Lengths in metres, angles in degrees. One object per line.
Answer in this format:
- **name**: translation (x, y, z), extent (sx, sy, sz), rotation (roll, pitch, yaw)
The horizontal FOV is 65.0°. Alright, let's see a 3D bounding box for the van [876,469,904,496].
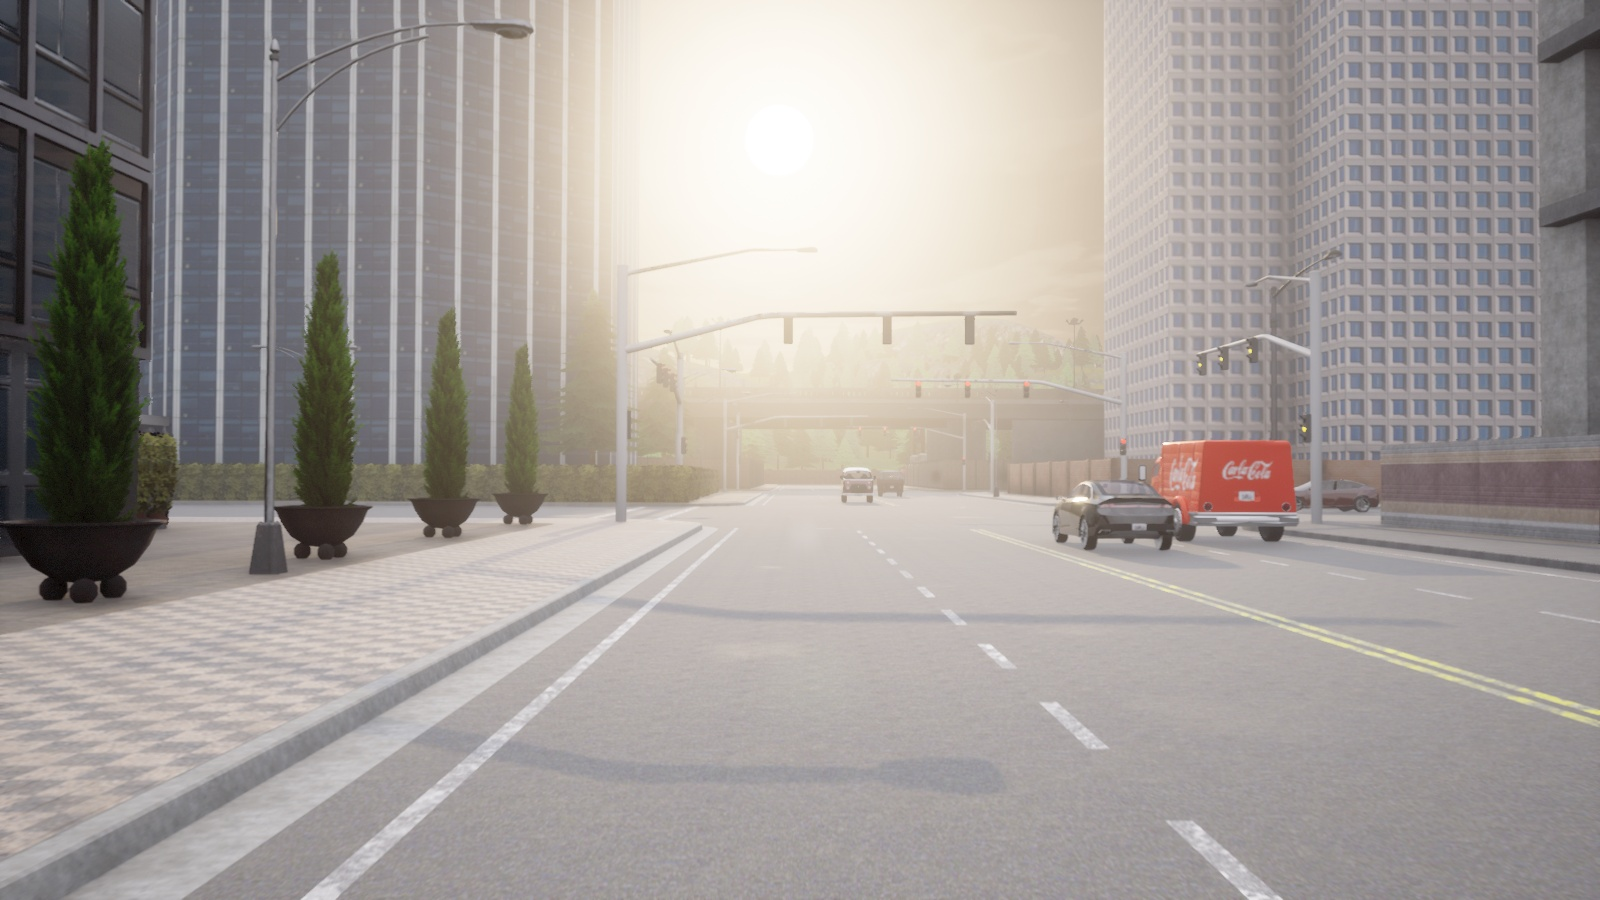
- **van**: translation (6.764, 2.455, 94.375), extent (1.775, 1.987, 4.442), rotation (0, -1, 0)

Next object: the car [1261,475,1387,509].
- **car**: translation (23.626, 1.874, 56.782), extent (4.792, 1.488, 2.163), rotation (0, -1, 0)

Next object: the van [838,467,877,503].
- **van**: translation (3.316, 2.013, 73.317), extent (2.069, 2.038, 4.480), rotation (0, -1, 0)

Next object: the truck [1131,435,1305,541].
- **truck**: translation (10.419, 0.936, 31.837), extent (2.627, 2.467, 5.204), rotation (0, -1, 0)

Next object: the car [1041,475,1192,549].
- **car**: translation (6.929, 1.317, 28.087), extent (2.128, 1.511, 4.902), rotation (0, -1, 0)
